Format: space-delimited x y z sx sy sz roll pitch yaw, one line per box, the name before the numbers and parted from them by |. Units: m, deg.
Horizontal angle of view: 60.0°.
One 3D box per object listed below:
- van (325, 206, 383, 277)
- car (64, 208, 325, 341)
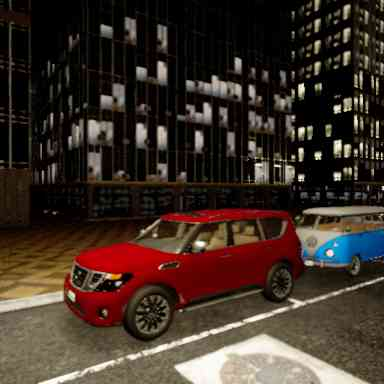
van | 4.782 1.338 9.973 3.998 1.788 1.690 0 0 -36
car | 0.168 1.314 6.681 5.009 1.841 2.192 0 0 -36
